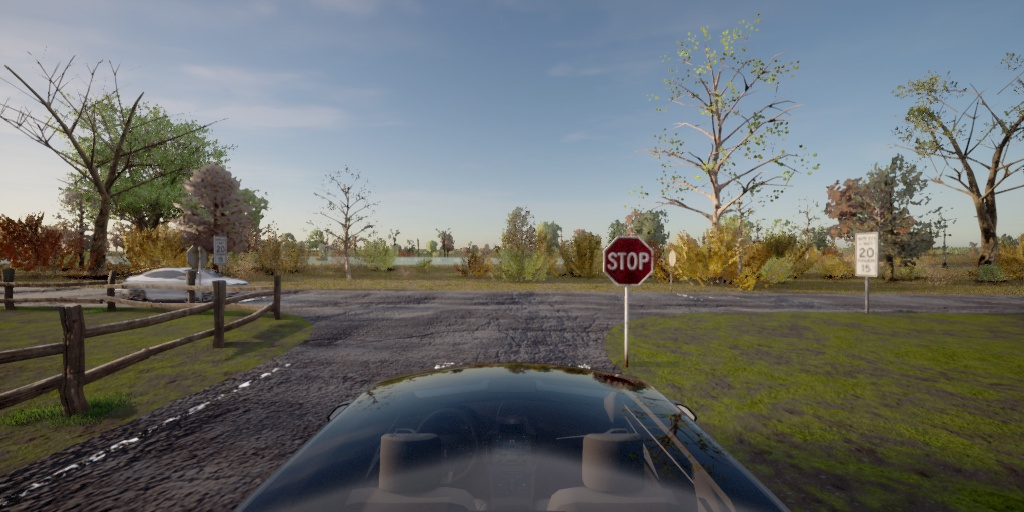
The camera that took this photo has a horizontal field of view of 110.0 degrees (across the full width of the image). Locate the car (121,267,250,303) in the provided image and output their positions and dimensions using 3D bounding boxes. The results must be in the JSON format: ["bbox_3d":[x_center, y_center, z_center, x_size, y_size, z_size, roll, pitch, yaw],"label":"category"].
[{"bbox_3d":[-13.871,1.203,15.384,4.674,1.442,1.812,1,0,0],"label":"car"}]
